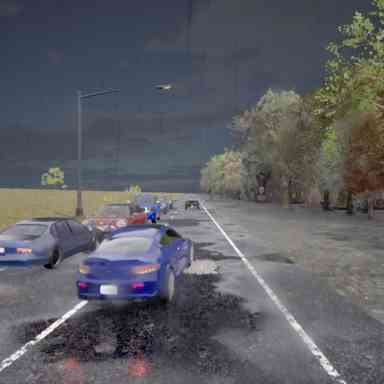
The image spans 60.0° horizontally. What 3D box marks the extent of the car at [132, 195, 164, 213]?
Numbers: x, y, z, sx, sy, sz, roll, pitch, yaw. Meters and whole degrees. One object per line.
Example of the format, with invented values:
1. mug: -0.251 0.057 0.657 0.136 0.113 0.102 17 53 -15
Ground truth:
1. car: -3.622 1.223 25.223 2.150 2.045 5.566 0 0 -1

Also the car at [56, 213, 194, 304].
1. car: -1.135 1.506 8.138 1.812 1.442 4.674 -2 1 8

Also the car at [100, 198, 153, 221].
1. car: -3.556 1.354 15.879 2.097 1.767 4.553 0 0 6

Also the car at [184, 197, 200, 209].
1. car: 0.028 1.501 44.312 1.837 1.490 4.892 0 0 0

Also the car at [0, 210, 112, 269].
1. car: -4.705 1.549 11.107 2.033 1.411 5.357 0 0 6

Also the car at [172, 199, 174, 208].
1. car: -3.626 1.347 45.234 2.097 1.767 4.553 0 0 0

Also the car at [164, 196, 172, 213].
1. car: -3.619 1.351 35.228 2.097 1.767 4.553 0 0 0
